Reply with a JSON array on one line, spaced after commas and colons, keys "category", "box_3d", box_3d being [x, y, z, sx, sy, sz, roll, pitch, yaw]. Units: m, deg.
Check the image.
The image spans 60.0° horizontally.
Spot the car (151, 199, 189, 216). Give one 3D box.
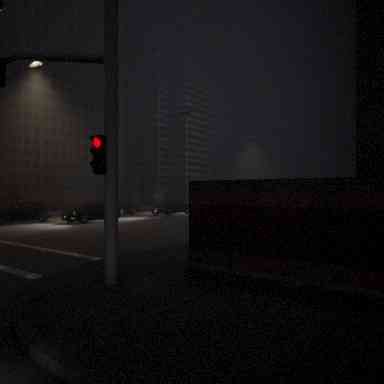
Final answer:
[{"category": "car", "box_3d": [-1.936, 1.491, 32.742, 2.128, 1.511, 4.902, 0, 0, 36]}]

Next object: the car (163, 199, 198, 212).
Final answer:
[{"category": "car", "box_3d": [-1.360, 1.564, 39.496, 1.994, 1.385, 4.181, 0, 0, 36]}]

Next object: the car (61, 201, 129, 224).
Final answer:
[{"category": "car", "box_3d": [-7.437, 1.505, 25.146, 1.837, 1.490, 4.892, 0, 0, 36]}]

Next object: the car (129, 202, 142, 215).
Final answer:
[{"category": "car", "box_3d": [-7.159, 1.547, 31.503, 2.033, 1.411, 5.357, 0, 0, 36]}]

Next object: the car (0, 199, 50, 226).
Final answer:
[{"category": "car", "box_3d": [-12.699, 1.352, 23.818, 2.097, 1.767, 4.553, 0, 0, 36]}]
